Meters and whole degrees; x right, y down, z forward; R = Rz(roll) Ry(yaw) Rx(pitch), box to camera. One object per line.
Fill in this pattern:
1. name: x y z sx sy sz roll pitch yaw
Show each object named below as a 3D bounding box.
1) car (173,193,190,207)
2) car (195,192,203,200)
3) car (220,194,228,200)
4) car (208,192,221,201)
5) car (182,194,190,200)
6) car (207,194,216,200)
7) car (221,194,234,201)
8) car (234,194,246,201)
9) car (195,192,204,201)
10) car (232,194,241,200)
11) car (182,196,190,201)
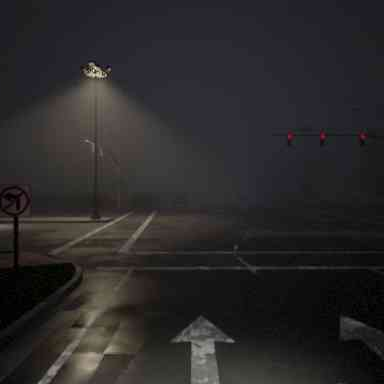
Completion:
1. car: -1.779 1.219 52.047 2.150 2.045 5.566 0 0 0
2. car: 1.941 1.054 93.061 2.150 2.045 5.566 0 0 0
3. car: 8.941 1.382 92.993 1.994 1.385 4.181 0 0 0
4. car: 5.392 1.346 83.812 2.097 1.767 4.553 0 0 0
5. car: -1.559 1.354 93.050 2.128 1.511 4.902 0 0 0
6. car: 5.441 1.354 93.012 2.128 1.511 4.902 0 0 0
7. car: 8.896 1.347 84.593 2.097 1.767 4.553 0 0 0
8. car: 12.392 1.469 83.805 1.882 1.535 5.008 0 0 0
9. car: 1.890 1.468 83.444 1.882 1.535 5.008 0 0 0
10. car: 12.441 1.329 92.974 1.837 1.490 4.892 0 0 0
11. car: -1.608 1.586 83.910 1.895 1.301 4.718 0 0 0
